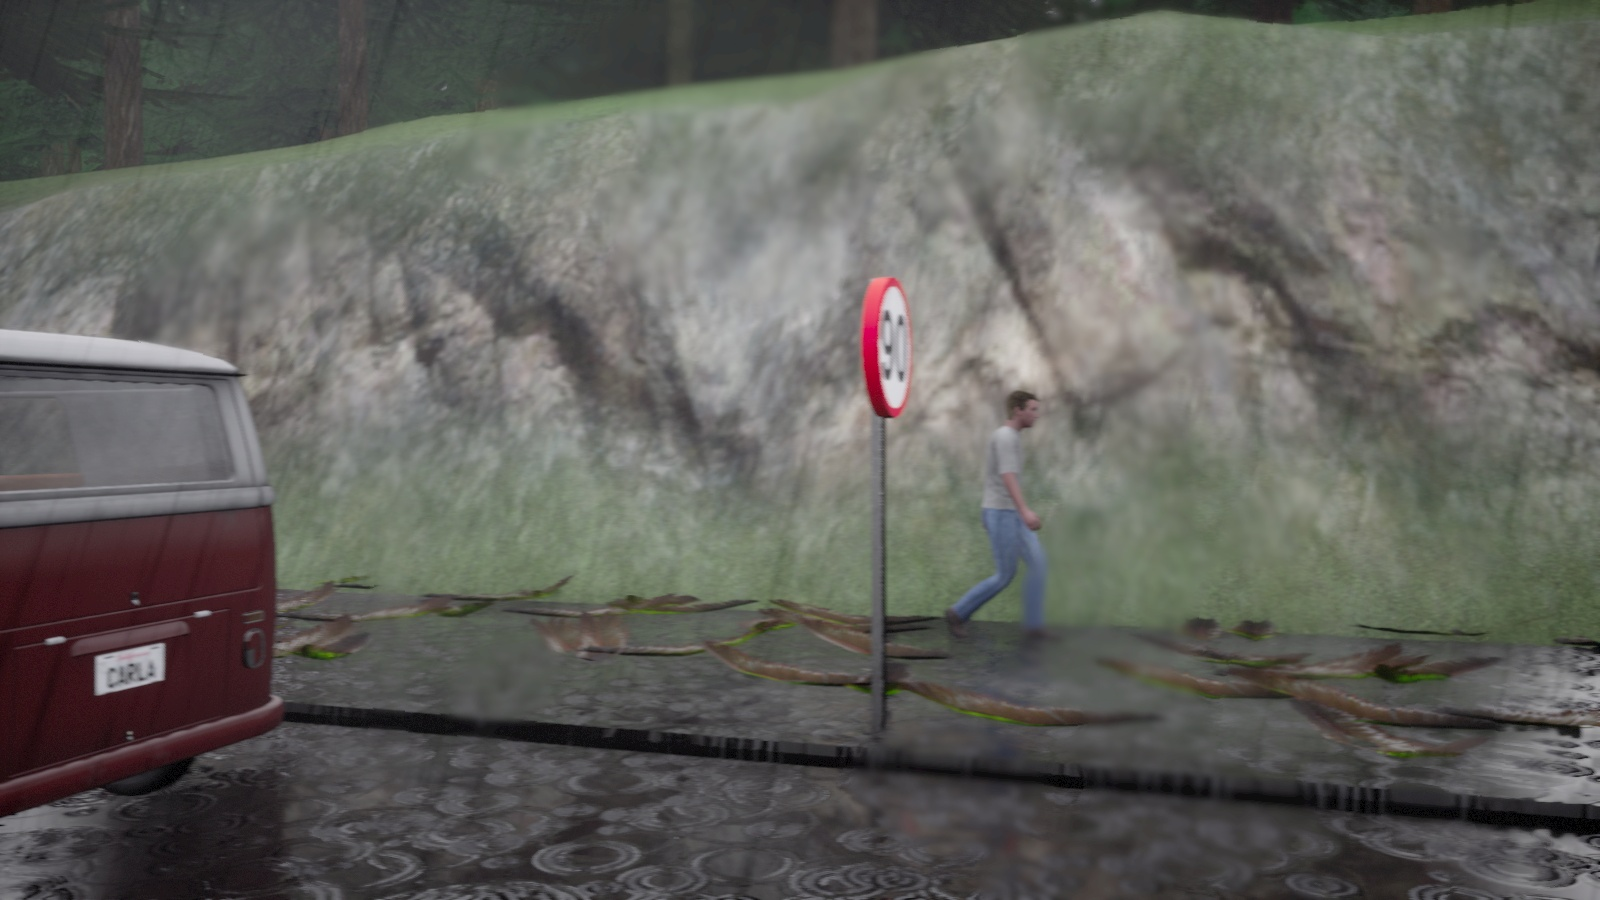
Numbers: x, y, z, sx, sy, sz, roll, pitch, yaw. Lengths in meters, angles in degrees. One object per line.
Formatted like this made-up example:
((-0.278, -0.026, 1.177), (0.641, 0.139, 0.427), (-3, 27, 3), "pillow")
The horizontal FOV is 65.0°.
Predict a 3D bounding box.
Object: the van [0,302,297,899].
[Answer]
((-4.546, 0.485, 5.246), (4.442, 1.987, 1.775), (1, 1, 19), "van")

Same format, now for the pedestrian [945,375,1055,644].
((1.407, 0.402, 8.838), (0.706, 1.836, 0.354), (0, 1, 19), "pedestrian")
